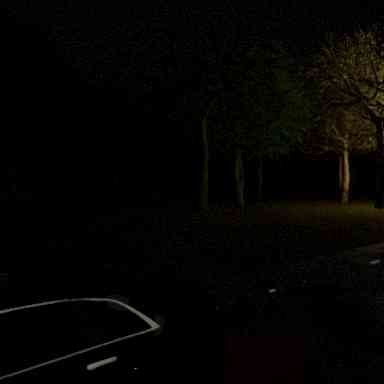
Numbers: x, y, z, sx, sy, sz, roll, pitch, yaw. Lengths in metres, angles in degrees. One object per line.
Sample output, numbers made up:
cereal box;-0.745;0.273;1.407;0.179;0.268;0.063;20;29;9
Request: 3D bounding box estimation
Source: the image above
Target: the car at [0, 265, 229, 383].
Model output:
car;-1.911;1.507;2.629;4.892;1.490;1.837;-1;1;-35
